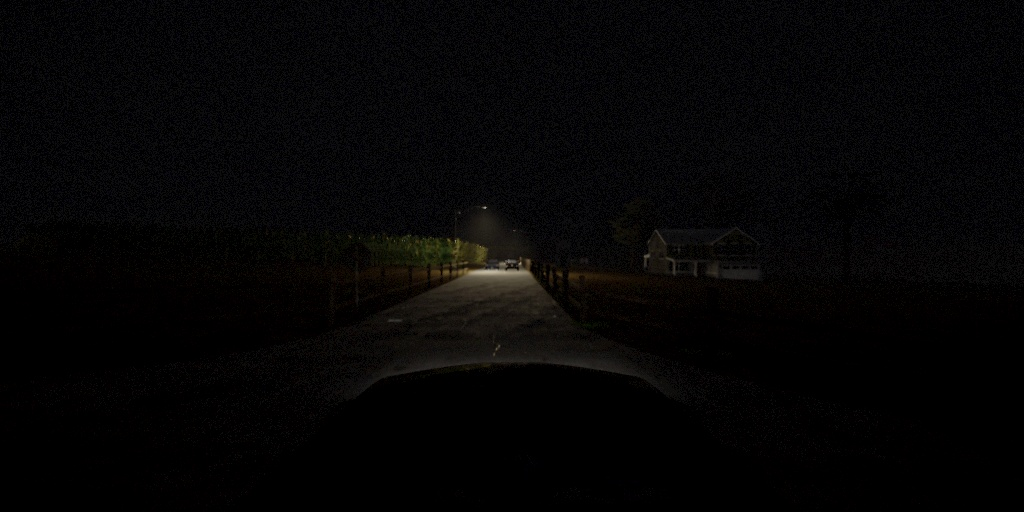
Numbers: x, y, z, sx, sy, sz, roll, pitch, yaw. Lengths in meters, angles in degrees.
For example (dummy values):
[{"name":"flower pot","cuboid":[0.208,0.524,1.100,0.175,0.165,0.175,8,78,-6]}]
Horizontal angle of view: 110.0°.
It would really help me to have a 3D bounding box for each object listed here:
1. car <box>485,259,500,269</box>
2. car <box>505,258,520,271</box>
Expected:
[{"name":"car","cuboid":[-2.727,1.155,51.122,2.033,1.411,5.357,0,0,0]},{"name":"car","cuboid":[0.020,1.172,46.090,2.033,1.411,5.357,0,0,0]}]
